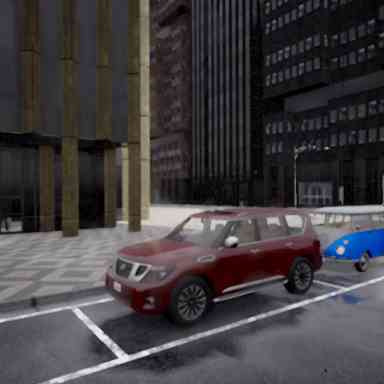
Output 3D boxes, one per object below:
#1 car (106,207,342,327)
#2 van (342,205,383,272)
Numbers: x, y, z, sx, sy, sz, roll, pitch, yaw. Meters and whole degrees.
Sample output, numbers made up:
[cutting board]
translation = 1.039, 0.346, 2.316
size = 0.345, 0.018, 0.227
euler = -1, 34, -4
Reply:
[car]
translation = 0.758, 1.310, 7.200
size = 5.009, 1.841, 2.192
euler = 0, 0, -36
[van]
translation = 5.255, 1.331, 10.411
size = 3.998, 1.788, 1.690
euler = 0, 0, -36
